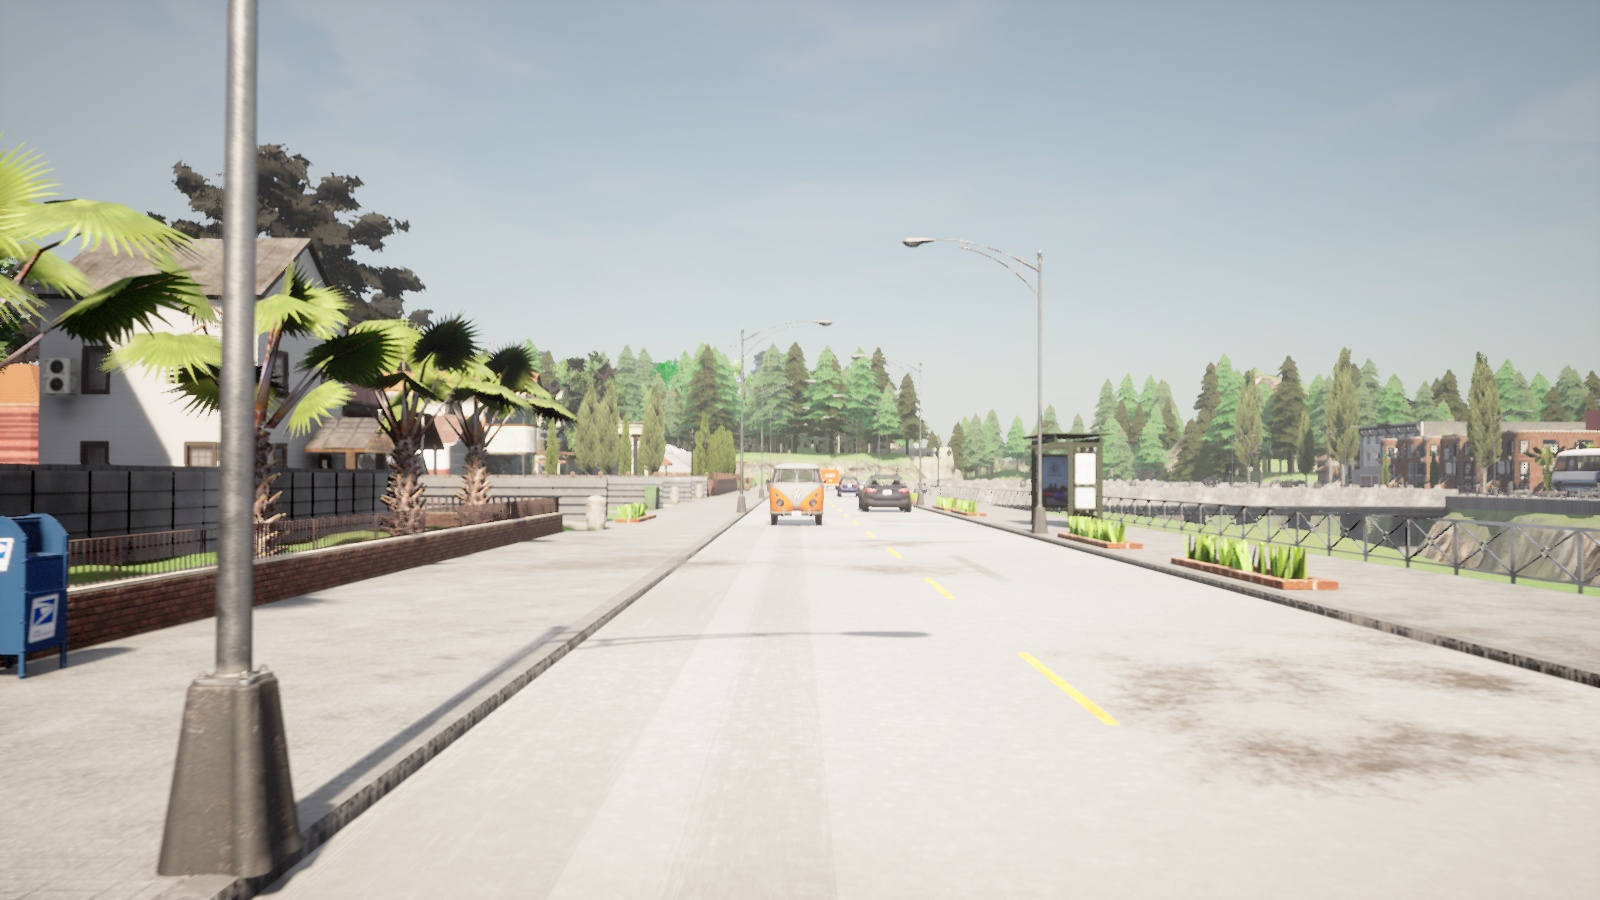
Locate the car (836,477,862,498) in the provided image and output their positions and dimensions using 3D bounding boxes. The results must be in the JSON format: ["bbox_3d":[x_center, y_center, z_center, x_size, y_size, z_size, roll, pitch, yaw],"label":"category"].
[{"bbox_3d":[3.767,2.857,96.816,1.789,1.549,3.705,0,-1,0],"label":"car"}]

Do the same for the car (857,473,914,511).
[{"bbox_3d":[3.861,1.880,57.443,2.242,1.667,4.611,0,-1,0],"label":"car"}]

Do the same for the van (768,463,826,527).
[{"bbox_3d":[-0.101,1.460,41.359,1.775,1.987,4.442,0,-1,0],"label":"van"}]
